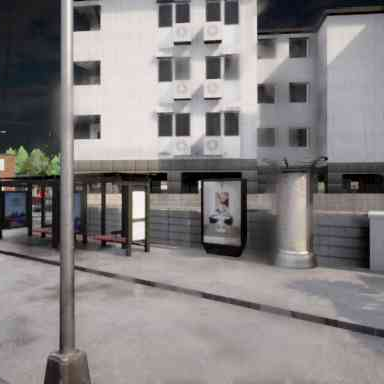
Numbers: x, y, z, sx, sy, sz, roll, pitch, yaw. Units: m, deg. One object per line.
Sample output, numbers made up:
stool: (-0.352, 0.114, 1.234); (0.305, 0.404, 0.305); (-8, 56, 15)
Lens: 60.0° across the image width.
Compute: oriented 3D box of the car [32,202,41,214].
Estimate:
car: (-15.132, 1.504, 35.521); (1.837, 1.490, 4.892); (0, 0, 35)
